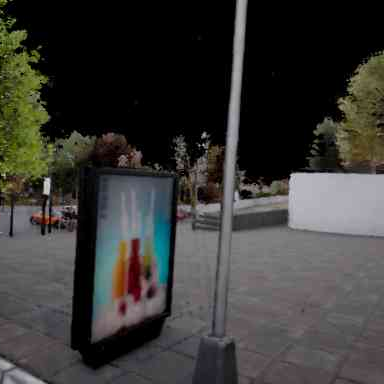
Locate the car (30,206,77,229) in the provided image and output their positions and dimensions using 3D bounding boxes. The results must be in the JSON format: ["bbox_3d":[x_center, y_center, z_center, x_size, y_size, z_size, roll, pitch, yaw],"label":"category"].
[{"bbox_3d":[-14.208,2.653,34.231,4.553,1.767,2.185,6,2,16],"label":"car"}]

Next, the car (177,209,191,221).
[{"bbox_3d":[-3.527,3.054,48.795,5.566,2.045,2.435,6,2,16],"label":"car"}]

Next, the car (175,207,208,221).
[{"bbox_3d":[-0.076,3.476,53.676,4.892,1.521,2.231,6,2,16],"label":"car"}]

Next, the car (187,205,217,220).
[{"bbox_3d":[1.710,3.441,56.103,4.553,1.767,2.185,6,2,16],"label":"car"}]

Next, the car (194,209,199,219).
[{"bbox_3d":[-1.802,3.419,51.243,4.792,1.488,2.163,6,2,16],"label":"car"}]
